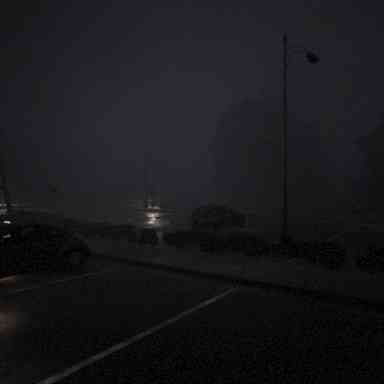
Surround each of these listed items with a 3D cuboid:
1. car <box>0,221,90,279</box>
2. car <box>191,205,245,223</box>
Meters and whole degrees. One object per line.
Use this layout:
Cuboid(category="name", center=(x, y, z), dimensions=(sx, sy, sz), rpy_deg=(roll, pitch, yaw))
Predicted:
Cuboid(category="car", center=(-4.819, 1.513, 9.011), dimensions=(1.784, 1.438, 3.905), rpy_deg=(0, 0, 36))
Cuboid(category="car", center=(1.649, 1.497, 20.196), dimensions=(1.816, 1.474, 4.193), rpy_deg=(0, 0, 36))
